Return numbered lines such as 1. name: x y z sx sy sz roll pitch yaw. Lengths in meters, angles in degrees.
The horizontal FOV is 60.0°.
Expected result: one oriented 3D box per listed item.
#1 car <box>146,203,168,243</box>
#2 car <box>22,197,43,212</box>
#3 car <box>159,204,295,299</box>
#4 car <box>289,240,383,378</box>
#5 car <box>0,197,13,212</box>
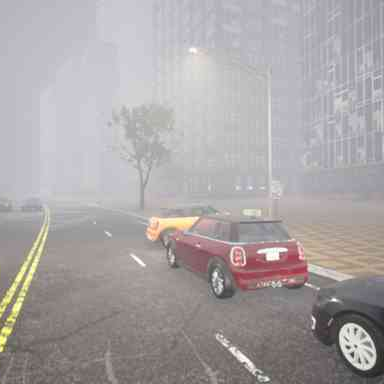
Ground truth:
1. car: 0.360 1.274 14.458 4.553 1.767 2.097 -3 1 -18
2. car: -18.864 1.384 39.376 2.097 1.767 4.553 0 0 -24
3. car: 0.874 1.353 8.851 2.097 1.767 4.553 0 0 -22
4. car: 3.614 1.505 3.383 1.837 1.490 4.892 0 0 -36
5. car: -21.832 1.382 38.052 2.097 1.767 4.553 0 0 -24
